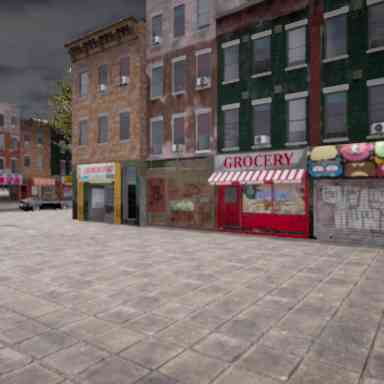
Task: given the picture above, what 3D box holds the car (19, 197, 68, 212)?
[{"bbox_3d":[-13.460,1.072,30.303,1.947,1.339,4.313,1,1,35],"label":"car"}]
